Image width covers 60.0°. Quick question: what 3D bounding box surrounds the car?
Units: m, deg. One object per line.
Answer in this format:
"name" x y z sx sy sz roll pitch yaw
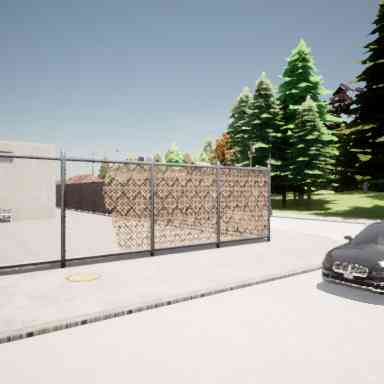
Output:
"car" 5.239 1.505 8.352 4.892 1.490 1.837 0 0 -36
